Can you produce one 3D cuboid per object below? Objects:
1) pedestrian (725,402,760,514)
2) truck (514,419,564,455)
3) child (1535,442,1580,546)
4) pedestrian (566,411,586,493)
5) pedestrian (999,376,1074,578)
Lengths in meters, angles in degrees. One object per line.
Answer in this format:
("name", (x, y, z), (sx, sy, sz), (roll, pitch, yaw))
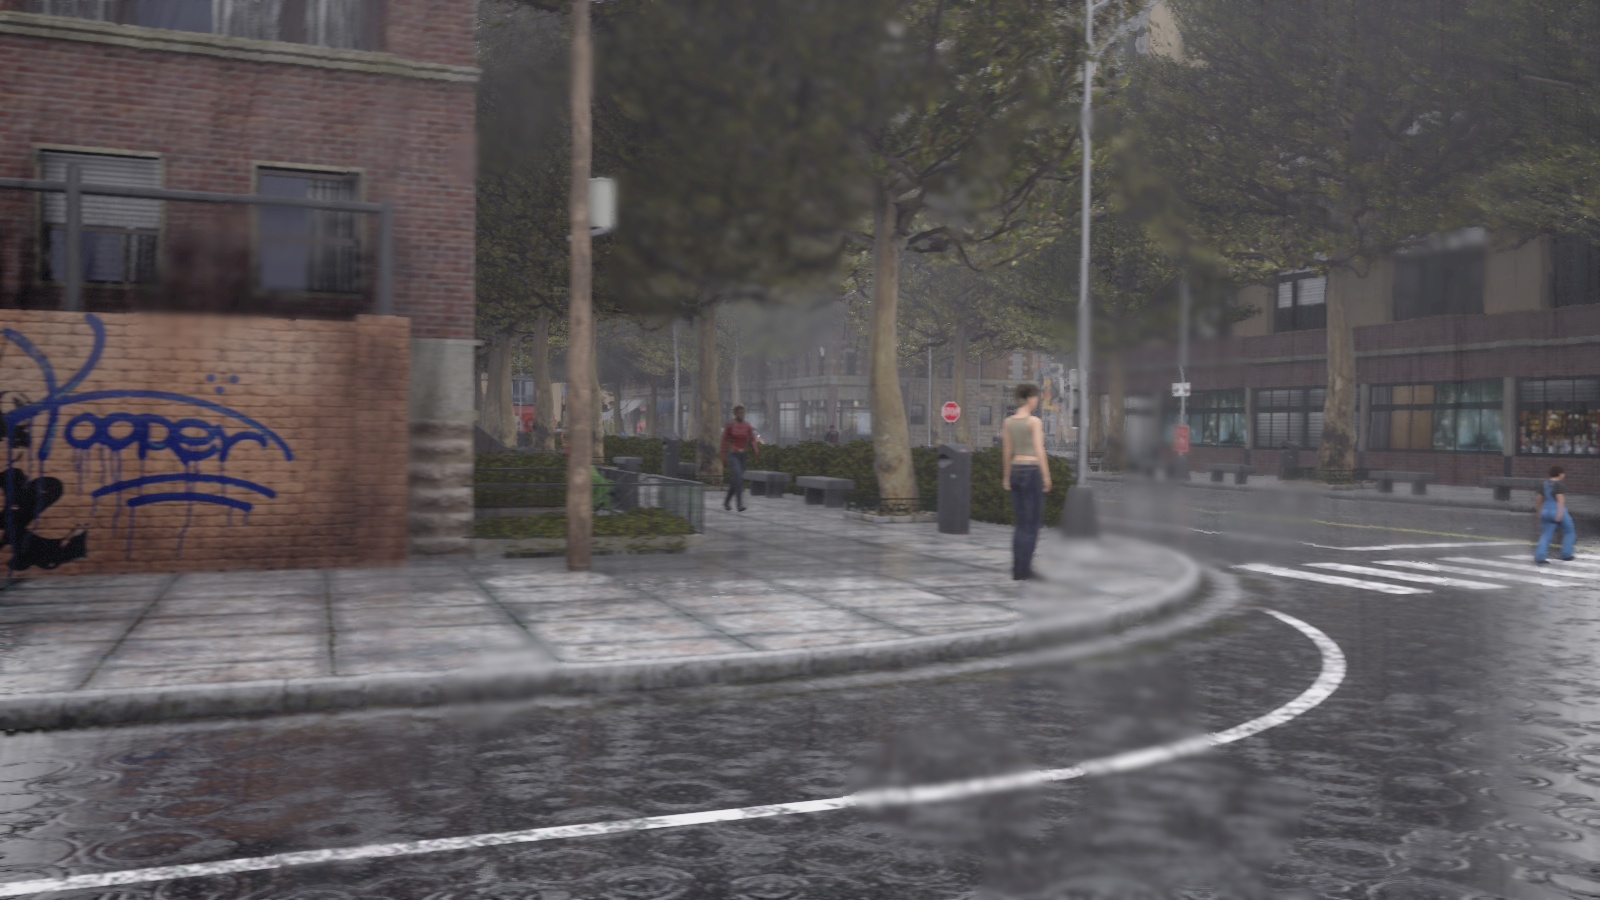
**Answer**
("pedestrian", (-0.963, 0.124, 20.971), (0.331, 1.846, 0.636), (-1, 1, -27))
("truck", (-18.678, -0.947, 89.748), (2.627, 2.467, 5.204), (-1, 1, -21))
("child", (9.301, 0.533, 15.426), (0.437, 1.263, 0.270), (-1, 1, -24))
("pedestrian", (-5.100, 0.044, 28.636), (0.345, 1.836, 0.594), (-1, 1, -18))
("pedestrian", (2.202, 0.240, 11.701), (0.594, 1.836, 0.345), (-1, 1, -30))
